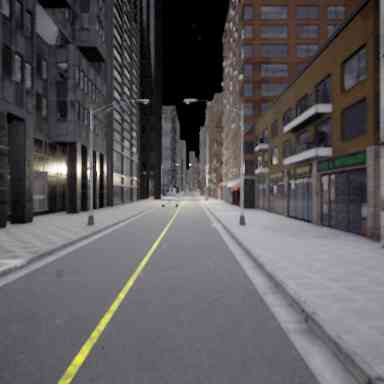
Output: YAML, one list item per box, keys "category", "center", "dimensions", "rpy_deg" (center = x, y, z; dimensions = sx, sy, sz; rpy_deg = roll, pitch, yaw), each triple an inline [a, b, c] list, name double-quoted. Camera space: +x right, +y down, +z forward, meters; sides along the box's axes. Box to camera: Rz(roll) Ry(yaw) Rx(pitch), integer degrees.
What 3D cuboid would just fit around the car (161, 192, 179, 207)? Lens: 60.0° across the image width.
- category: "car"
  center: [-3.073, 1.025, 47.232]
  dimensions: [2.150, 2.045, 5.566]
  rpy_deg: [0, 0, 0]
